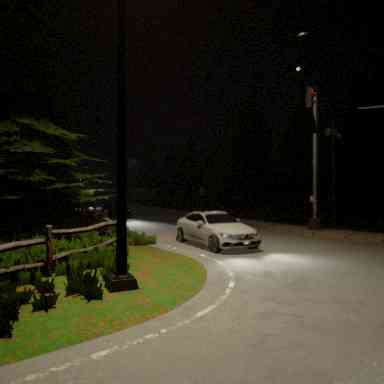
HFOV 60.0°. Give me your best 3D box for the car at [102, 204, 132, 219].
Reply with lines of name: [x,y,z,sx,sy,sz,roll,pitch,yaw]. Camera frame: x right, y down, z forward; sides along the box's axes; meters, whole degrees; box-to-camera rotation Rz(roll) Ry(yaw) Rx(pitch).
car: [-6.510,1.466,28.610,2.128,1.511,4.902,0,0,-24]

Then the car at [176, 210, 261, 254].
car: [0.859,1.499,13.733,1.812,1.442,4.674,0,0,-27]
